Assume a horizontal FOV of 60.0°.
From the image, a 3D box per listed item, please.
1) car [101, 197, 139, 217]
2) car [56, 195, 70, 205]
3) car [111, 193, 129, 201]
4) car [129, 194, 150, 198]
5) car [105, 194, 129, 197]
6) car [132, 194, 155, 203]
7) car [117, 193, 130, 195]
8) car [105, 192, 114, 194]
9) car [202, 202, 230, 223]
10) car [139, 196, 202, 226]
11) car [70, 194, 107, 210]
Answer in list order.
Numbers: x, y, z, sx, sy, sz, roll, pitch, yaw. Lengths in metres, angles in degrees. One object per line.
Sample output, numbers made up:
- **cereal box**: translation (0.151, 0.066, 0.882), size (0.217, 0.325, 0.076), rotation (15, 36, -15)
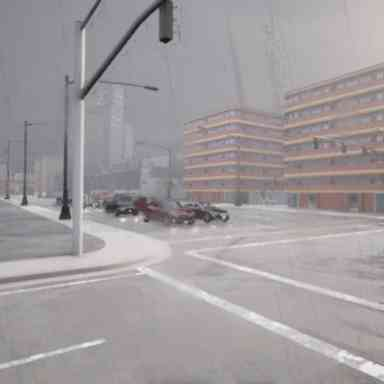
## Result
- **car**: translation (-6.502, 1.464, 30.647), size (1.994, 1.385, 4.181), rotation (1, 0, -34)
- **car**: translation (-18.002, 1.147, 47.544), size (1.895, 1.301, 4.718), rotation (1, 1, -34)
- **car**: translation (-14.592, 1.008, 67.626), size (1.837, 1.490, 4.892), rotation (1, 0, -34)
- **car**: translation (-4.081, 1.279, 33.312), size (2.097, 1.767, 4.553), rotation (1, 0, -34)
- **car**: translation (-9.712, 1.319, 41.558), size (1.994, 1.385, 4.181), rotation (1, 1, -34)
- **car**: translation (-8.720, 1.131, 59.056), size (2.128, 1.511, 4.902), rotation (1, 1, -34)
- **car**: translation (-10.208, 1.134, 54.853), size (2.128, 1.511, 4.902), rotation (1, 1, -34)
- **car**: translation (-16.074, 0.834, 63.440), size (2.097, 1.767, 4.553), rotation (1, 0, -34)
- **car**: translation (0.926, 1.542, 25.970), size (2.128, 1.511, 4.902), rotation (1, 0, -35)
- **car**: translation (-1.636, 1.371, 23.523), size (2.097, 1.767, 4.553), rotation (1, 0, -34)
- **car**: translation (-12.203, 1.218, 39.000), size (2.128, 1.511, 4.902), rotation (1, 1, -34)
